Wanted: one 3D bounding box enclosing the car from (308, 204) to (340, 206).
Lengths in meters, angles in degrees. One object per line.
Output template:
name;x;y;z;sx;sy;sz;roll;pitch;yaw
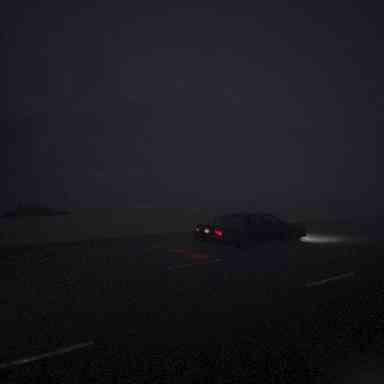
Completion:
car;17.089;1.496;40.863;4.902;1.511;2.128;0;0;-30

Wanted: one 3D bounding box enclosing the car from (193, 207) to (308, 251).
car;2.606;1.549;14.206;5.357;1.411;2.033;0;0;-35

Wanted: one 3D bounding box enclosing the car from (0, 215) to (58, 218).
car;-9.455;1.480;18.737;5.008;1.535;1.882;0;0;-35

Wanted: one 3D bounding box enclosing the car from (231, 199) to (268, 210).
car;7.531;1.606;43.259;4.718;1.301;1.895;0;0;-32
